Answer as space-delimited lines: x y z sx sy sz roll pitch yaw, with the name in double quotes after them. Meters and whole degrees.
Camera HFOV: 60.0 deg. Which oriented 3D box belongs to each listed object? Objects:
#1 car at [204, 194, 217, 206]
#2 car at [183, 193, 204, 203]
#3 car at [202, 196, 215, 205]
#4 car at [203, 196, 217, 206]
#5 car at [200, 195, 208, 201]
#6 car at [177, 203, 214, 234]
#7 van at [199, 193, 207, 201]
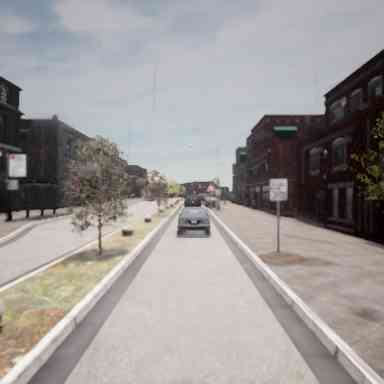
2.994 1.549 50.419 2.231 1.521 4.892 0 0 0 "car"
0.098 1.285 42.758 2.150 2.045 5.566 0 0 0 "car"
2.994 1.578 61.624 2.163 1.488 4.792 0 0 0 "car"
2.994 1.550 56.066 2.231 1.521 4.892 0 0 0 "car"
2.992 1.582 83.552 2.002 1.452 4.674 0 0 0 "car"
0.093 1.573 19.479 2.033 1.411 5.357 0 0 0 "car"
2.993 1.324 89.195 1.878 1.987 4.442 0 0 0 "van"
